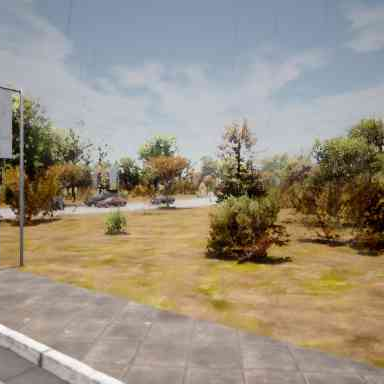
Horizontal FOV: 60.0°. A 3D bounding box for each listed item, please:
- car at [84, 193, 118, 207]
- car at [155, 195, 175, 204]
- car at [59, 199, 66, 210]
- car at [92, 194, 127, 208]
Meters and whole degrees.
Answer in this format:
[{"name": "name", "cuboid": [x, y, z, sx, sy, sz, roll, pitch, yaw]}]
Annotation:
[{"name": "car", "cuboid": [-13.579, 1.153, 50.657, 2.150, 2.045, 5.566, 0, 1, 39]}, {"name": "car", "cuboid": [-4.933, 1.302, 55.817, 2.128, 1.511, 4.902, 0, 1, 39]}, {"name": "car", "cuboid": [-17.695, 1.347, 39.941, 2.097, 1.767, 4.553, 0, 0, 39]}, {"name": "car", "cuboid": [-11.451, 1.466, 47.708, 1.812, 1.442, 4.674, 0, 0, 38]}]
